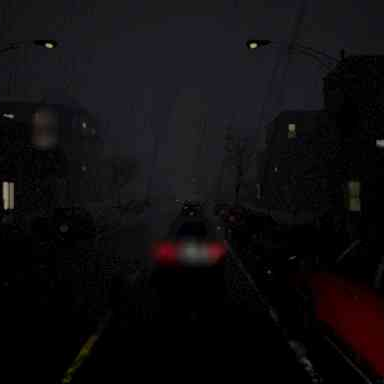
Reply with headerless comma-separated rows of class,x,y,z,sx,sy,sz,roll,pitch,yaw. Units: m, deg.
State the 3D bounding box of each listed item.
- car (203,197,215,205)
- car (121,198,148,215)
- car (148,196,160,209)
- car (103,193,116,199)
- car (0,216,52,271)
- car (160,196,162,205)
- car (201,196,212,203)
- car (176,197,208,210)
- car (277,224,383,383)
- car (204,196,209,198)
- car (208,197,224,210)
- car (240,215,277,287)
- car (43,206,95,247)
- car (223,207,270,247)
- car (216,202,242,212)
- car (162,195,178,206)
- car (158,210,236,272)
car,2.774,1.499,55.865,1.802,1.307,4.206,0,0,0
car,-5.783,1.473,32.702,1.752,1.417,4.829,1,0,0
car,-5.847,1.483,43.938,2.008,1.369,4.403,1,0,0
car,-20.070,1.055,78.181,4.507,1.381,1.887,1,-2,-1
car,-5.692,1.567,9.095,1.802,1.307,4.206,1,0,0
car,-5.863,1.359,54.756,1.967,1.590,4.097,0,0,0
car,2.766,1.452,64.867,1.887,1.381,4.507,0,0,0
car,0.019,1.447,27.865,2.128,1.511,4.902,0,0,1
car,2.696,1.309,3.568,2.192,1.841,5.009,0,0,0
car,2.761,1.489,39.319,2.008,1.369,4.403,0,0,0
car,2.729,1.475,31.098,1.752,1.417,4.829,0,0,0
car,2.689,1.551,9.101,1.947,1.339,4.313,0,0,0
car,-5.695,1.416,14.628,1.967,1.590,4.097,1,0,0
car,2.683,1.542,14.634,1.947,1.339,4.313,0,0,0
car,2.686,1.512,19.861,1.887,1.381,4.507,0,0,0
car,-3.124,1.273,52.977,2.097,1.767,4.553,0,0,0
car,0.011,1.530,10.697,2.033,1.411,5.357,0,0,0
